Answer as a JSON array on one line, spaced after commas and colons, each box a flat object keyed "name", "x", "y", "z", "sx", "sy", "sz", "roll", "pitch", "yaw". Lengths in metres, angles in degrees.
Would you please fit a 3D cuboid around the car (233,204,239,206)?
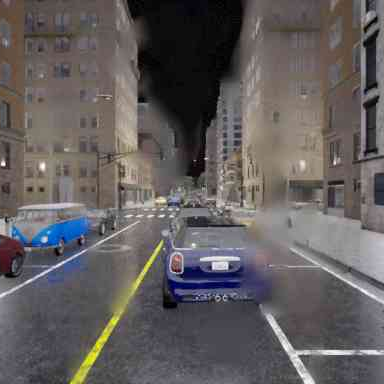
[{"name": "car", "x": 2.698, "y": 1.525, "z": 18.471, "sx": 1.752, "sy": 1.417, "sz": 4.829, "roll": 0, "pitch": 0, "yaw": 0}]

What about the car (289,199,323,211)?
[{"name": "car", "x": 13.705, "y": 1.517, "z": 38.313, "sx": 4.718, "sy": 1.301, "sz": 1.895, "roll": 0, "pitch": 0, "yaw": 0}]

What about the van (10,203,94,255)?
[{"name": "van", "x": -5.354, "y": 1.341, "z": 12.917, "sx": 1.690, "sy": 1.788, "sz": 3.998, "roll": 0, "pitch": 0, "yaw": 0}]

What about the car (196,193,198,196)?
[{"name": "car", "x": 2.890, "y": 1.309, "z": 84.673, "sx": 2.192, "sy": 1.841, "sz": 5.009, "roll": 0, "pitch": 0, "yaw": 0}]

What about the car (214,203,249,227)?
[{"name": "car", "x": 2.709, "y": 1.551, "z": 23.707, "sx": 2.008, "sy": 1.369, "sz": 4.403, "roll": 0, "pitch": 0, "yaw": 0}]

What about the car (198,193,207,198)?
[{"name": "car", "x": 2.856, "y": 1.437, "z": 73.309, "sx": 1.967, "sy": 1.590, "sz": 4.097, "roll": 0, "pitch": 0, "yaw": 0}]

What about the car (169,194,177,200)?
[{"name": "car", "x": -5.118, "y": 1.433, "z": 90.374, "sx": 1.967, "sy": 1.590, "sz": 4.097, "roll": 0, "pitch": 0, "yaw": 0}]

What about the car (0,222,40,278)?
[{"name": "car", "x": -5.371, "y": 1.582, "z": 7.511, "sx": 1.802, "sy": 1.307, "sz": 4.206, "roll": 0, "pitch": 0, "yaw": 0}]

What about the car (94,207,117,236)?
[{"name": "car", "x": -5.336, "y": 1.551, "z": 18.324, "sx": 2.008, "sy": 1.369, "sz": 4.403, "roll": 0, "pitch": 0, "yaw": 0}]

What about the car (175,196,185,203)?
[{"name": "car", "x": -2.540, "y": 1.522, "z": 70.556, "sx": 1.812, "sy": 1.442, "sz": 4.674, "roll": 0, "pitch": 0, "yaw": 0}]

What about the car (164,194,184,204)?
[{"name": "car", "x": -2.692, "y": 1.478, "z": 50.462, "sx": 1.882, "sy": 1.535, "sz": 5.008, "roll": 0, "pitch": 0, "yaw": 0}]

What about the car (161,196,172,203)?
[{"name": "car", "x": -5.186, "y": 1.564, "z": 67.649, "sx": 1.947, "sy": 1.339, "sz": 4.313, "roll": 0, "pitch": 0, "yaw": 0}]

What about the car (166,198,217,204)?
[{"name": "car", "x": 0.123, "y": 1.352, "z": 15.390, "sx": 2.097, "sy": 1.767, "sz": 4.553, "roll": 0, "pitch": 0, "yaw": 0}]

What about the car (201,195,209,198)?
[{"name": "car", "x": 2.787, "y": 1.551, "z": 50.583, "sx": 2.008, "sy": 1.369, "sz": 4.403, "roll": 0, "pitch": 0, "yaw": 0}]

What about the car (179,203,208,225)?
[{"name": "car", "x": 0.092, "y": 1.564, "z": 25.052, "sx": 1.994, "sy": 1.385, "sz": 4.181, "roll": 0, "pitch": 0, "yaw": 0}]

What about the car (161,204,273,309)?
[{"name": "car", "x": 0.328, "y": 1.352, "z": 8.123, "sx": 2.097, "sy": 1.767, "sz": 4.553, "roll": 0, "pitch": 0, "yaw": -5}]

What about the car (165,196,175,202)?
[{"name": "car", "x": -5.152, "y": 1.547, "z": 79.012, "sx": 2.008, "sy": 1.369, "sz": 4.403, "roll": 0, "pitch": 0, "yaw": 0}]

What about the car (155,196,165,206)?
[{"name": "car", "x": -5.221, "y": 1.526, "z": 56.117, "sx": 1.752, "sy": 1.417, "sz": 4.829, "roll": 0, "pitch": 0, "yaw": 0}]

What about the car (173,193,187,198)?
[{"name": "car", "x": -2.641, "y": 1.221, "z": 60.451, "sx": 2.150, "sy": 2.045, "sz": 5.566, "roll": 0, "pitch": 0, "yaw": 1}]
